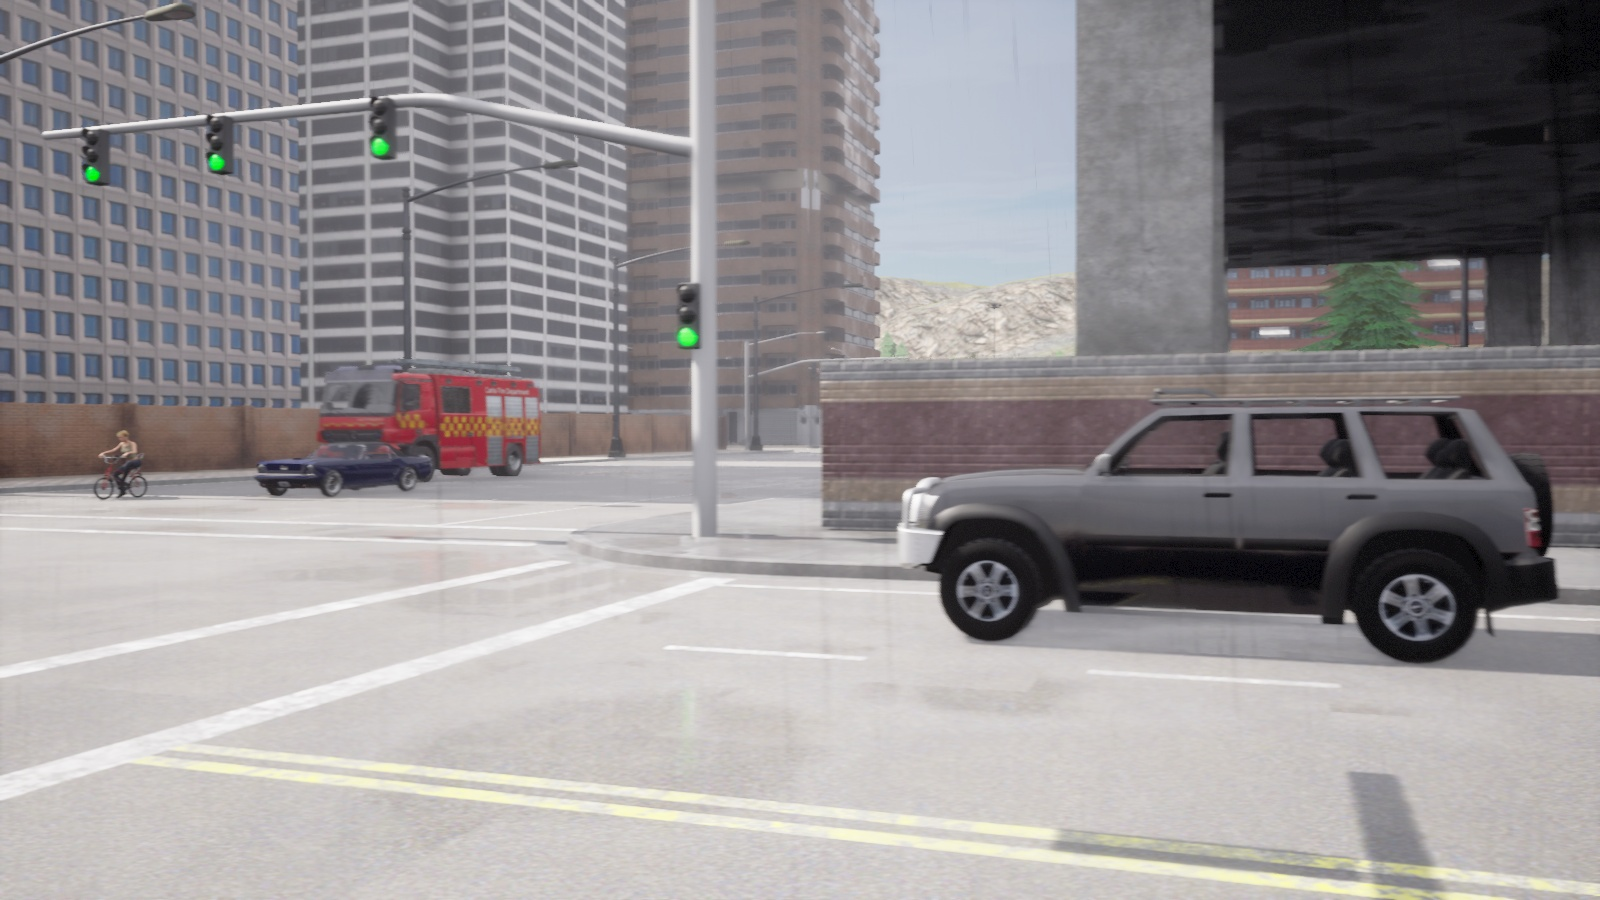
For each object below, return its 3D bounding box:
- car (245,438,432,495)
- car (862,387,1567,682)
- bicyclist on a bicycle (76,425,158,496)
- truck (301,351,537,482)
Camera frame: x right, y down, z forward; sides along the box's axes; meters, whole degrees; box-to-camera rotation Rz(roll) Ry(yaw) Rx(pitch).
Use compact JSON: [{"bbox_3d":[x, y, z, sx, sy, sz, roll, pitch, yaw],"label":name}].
[{"bbox_3d":[-11.607,0.369,31.967,1.895,1.301,4.718,1,1,20],"label":"car"},{"bbox_3d":[2.965,0.500,9.581,4.605,1.855,1.932,1,1,19],"label":"car"},{"bbox_3d":[-16.123,0.225,29.674,0.866,1.612,1.509,1,1,19],"label":"bicyclist on a bicycle"},{"bbox_3d":[-12.103,-1.043,40.976,2.891,3.827,8.468,1,1,20],"label":"truck"}]
